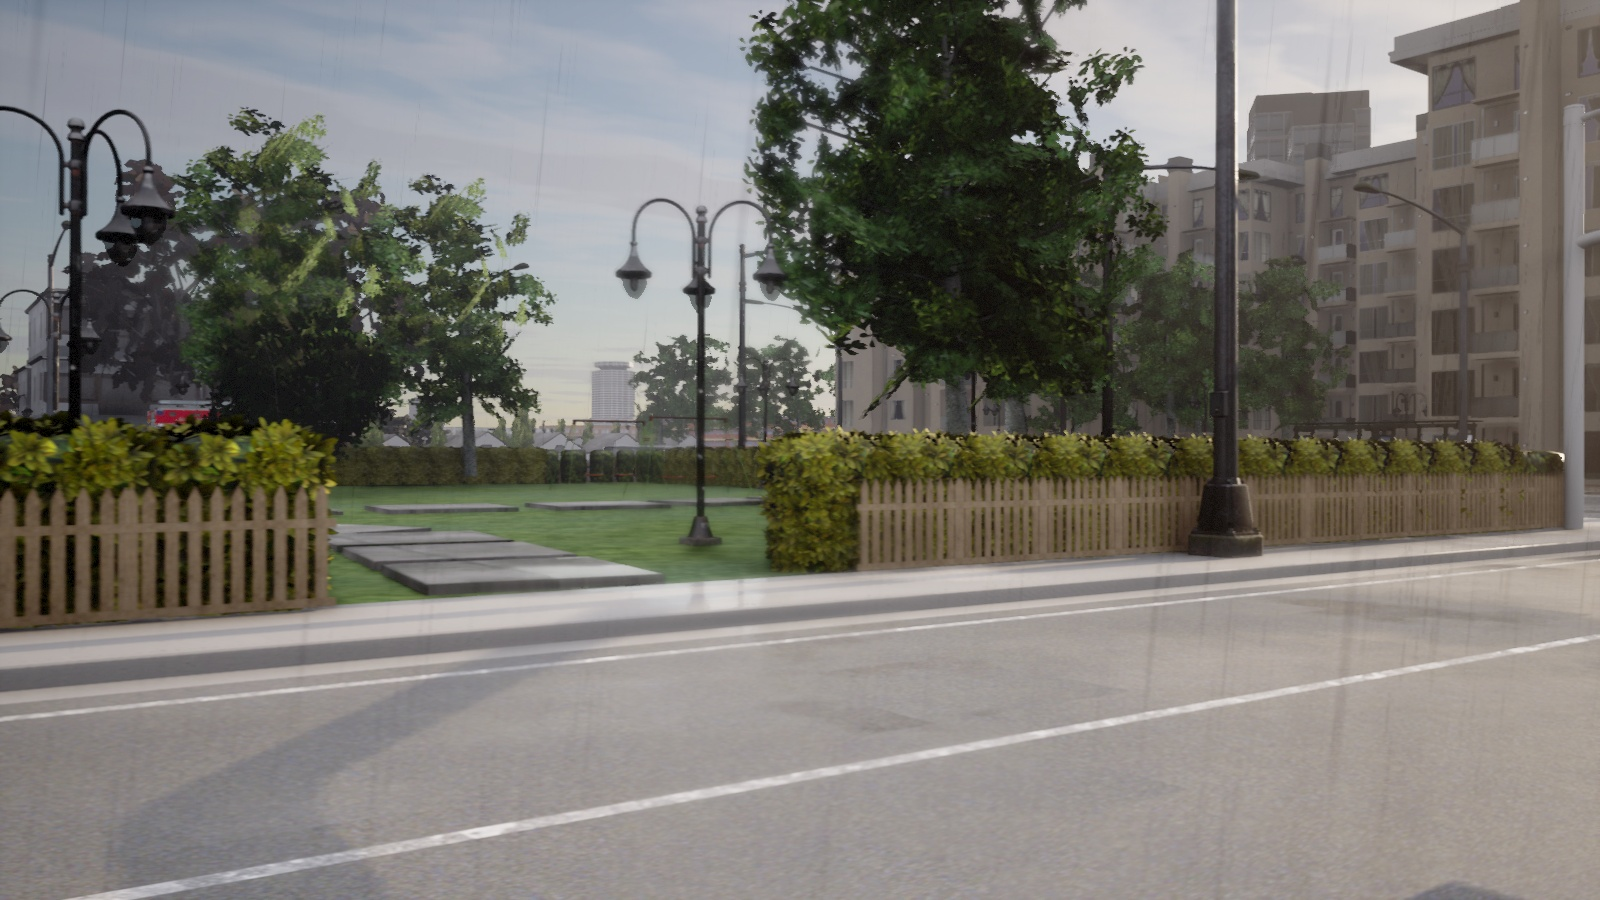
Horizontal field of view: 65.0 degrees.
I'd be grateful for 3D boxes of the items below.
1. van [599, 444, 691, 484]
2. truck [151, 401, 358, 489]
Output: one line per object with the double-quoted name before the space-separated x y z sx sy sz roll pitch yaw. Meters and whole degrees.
"van" -8.093 0.743 65.658 4.442 1.987 1.775 1 -1 -28
"truck" -25.278 -0.204 58.427 8.468 3.827 2.891 0 0 -34
